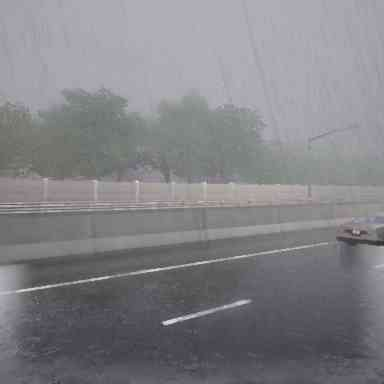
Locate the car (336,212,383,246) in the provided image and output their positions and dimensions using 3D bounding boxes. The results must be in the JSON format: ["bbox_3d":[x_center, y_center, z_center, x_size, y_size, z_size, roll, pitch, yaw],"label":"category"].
[{"bbox_3d":[8.268,1.564,14.066,5.357,1.411,2.033,0,0,-35],"label":"car"}]
